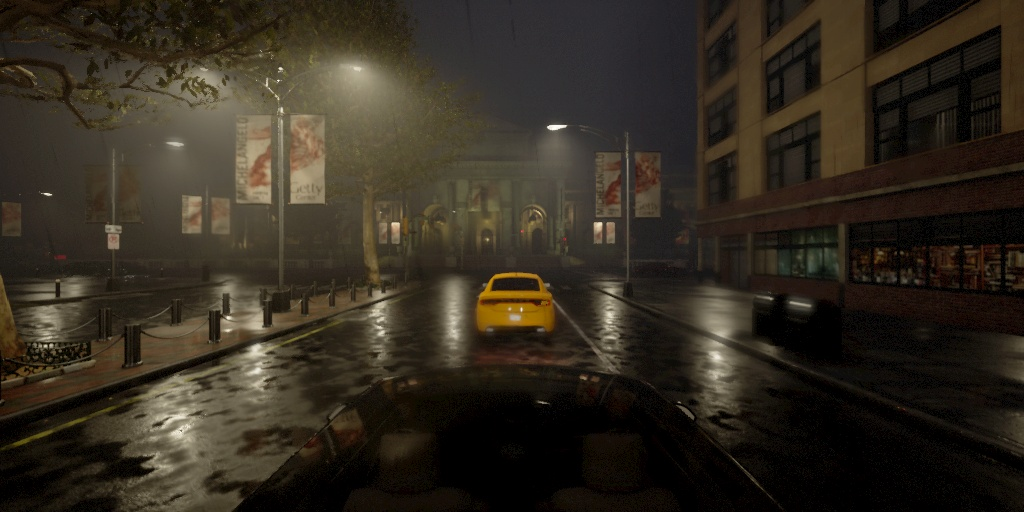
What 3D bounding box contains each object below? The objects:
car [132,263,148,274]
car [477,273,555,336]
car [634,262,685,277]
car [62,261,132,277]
[{"bbox_3d":[-42.067,1.249,38.442,4.892,1.490,1.837,0,0,1],"label":"car"},{"bbox_3d":[0.122,1.226,10.431,1.882,1.535,5.008,0,0,1],"label":"car"},{"bbox_3d":[14.103,1.270,34.354,4.674,1.442,1.812,0,0,1],"label":"car"},{"bbox_3d":[-40.682,1.249,34.920,4.892,1.490,1.837,0,0,1],"label":"car"}]
